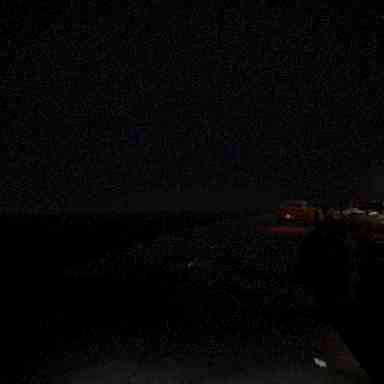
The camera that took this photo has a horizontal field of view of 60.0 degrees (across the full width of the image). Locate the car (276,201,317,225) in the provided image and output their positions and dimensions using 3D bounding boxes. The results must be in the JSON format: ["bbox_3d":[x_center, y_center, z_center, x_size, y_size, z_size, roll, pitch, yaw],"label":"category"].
[{"bbox_3d":[7.366,1.359,23.046,1.882,1.535,5.008,0,0,31],"label":"car"}]

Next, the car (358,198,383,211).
[{"bbox_3d":[20.294,1.407,36.347,5.357,1.411,2.033,0,0,-34],"label":"car"}]
